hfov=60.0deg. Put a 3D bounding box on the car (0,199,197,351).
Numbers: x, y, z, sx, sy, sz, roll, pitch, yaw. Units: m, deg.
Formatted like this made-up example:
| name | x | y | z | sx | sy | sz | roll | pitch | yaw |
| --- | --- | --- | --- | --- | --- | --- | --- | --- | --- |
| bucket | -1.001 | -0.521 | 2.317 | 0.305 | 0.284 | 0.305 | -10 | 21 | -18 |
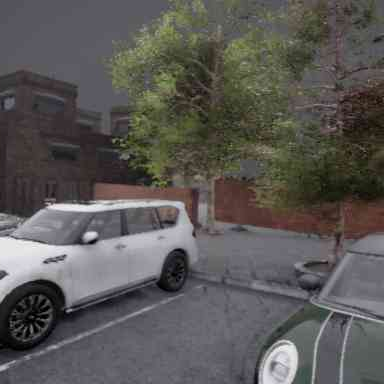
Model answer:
| name | x | y | z | sx | sy | sz | roll | pitch | yaw |
| --- | --- | --- | --- | --- | --- | --- | --- | --- | --- |
| car | -2.092 | 1.201 | 6.740 | 2.435 | 2.045 | 5.566 | 0 | 0 | 36 |
